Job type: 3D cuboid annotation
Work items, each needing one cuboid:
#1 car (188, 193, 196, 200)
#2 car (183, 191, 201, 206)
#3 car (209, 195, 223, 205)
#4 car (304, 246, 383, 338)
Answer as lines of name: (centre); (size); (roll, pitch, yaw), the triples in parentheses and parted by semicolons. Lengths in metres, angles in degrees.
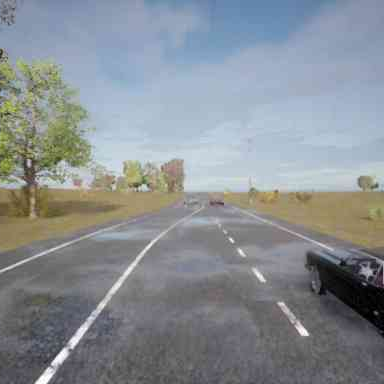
car: (0.017, 0.968, 73.878); (1.837, 1.490, 4.892); (0, 0, 0)
car: (-0.134, 1.005, 47.840); (2.097, 1.767, 4.553); (0, 0, 2)
car: (3.509, 1.195, 48.677); (2.033, 1.411, 5.357); (0, 0, 0)
car: (3.501, 1.560, 5.550); (1.895, 1.301, 4.718); (0, 0, 0)
